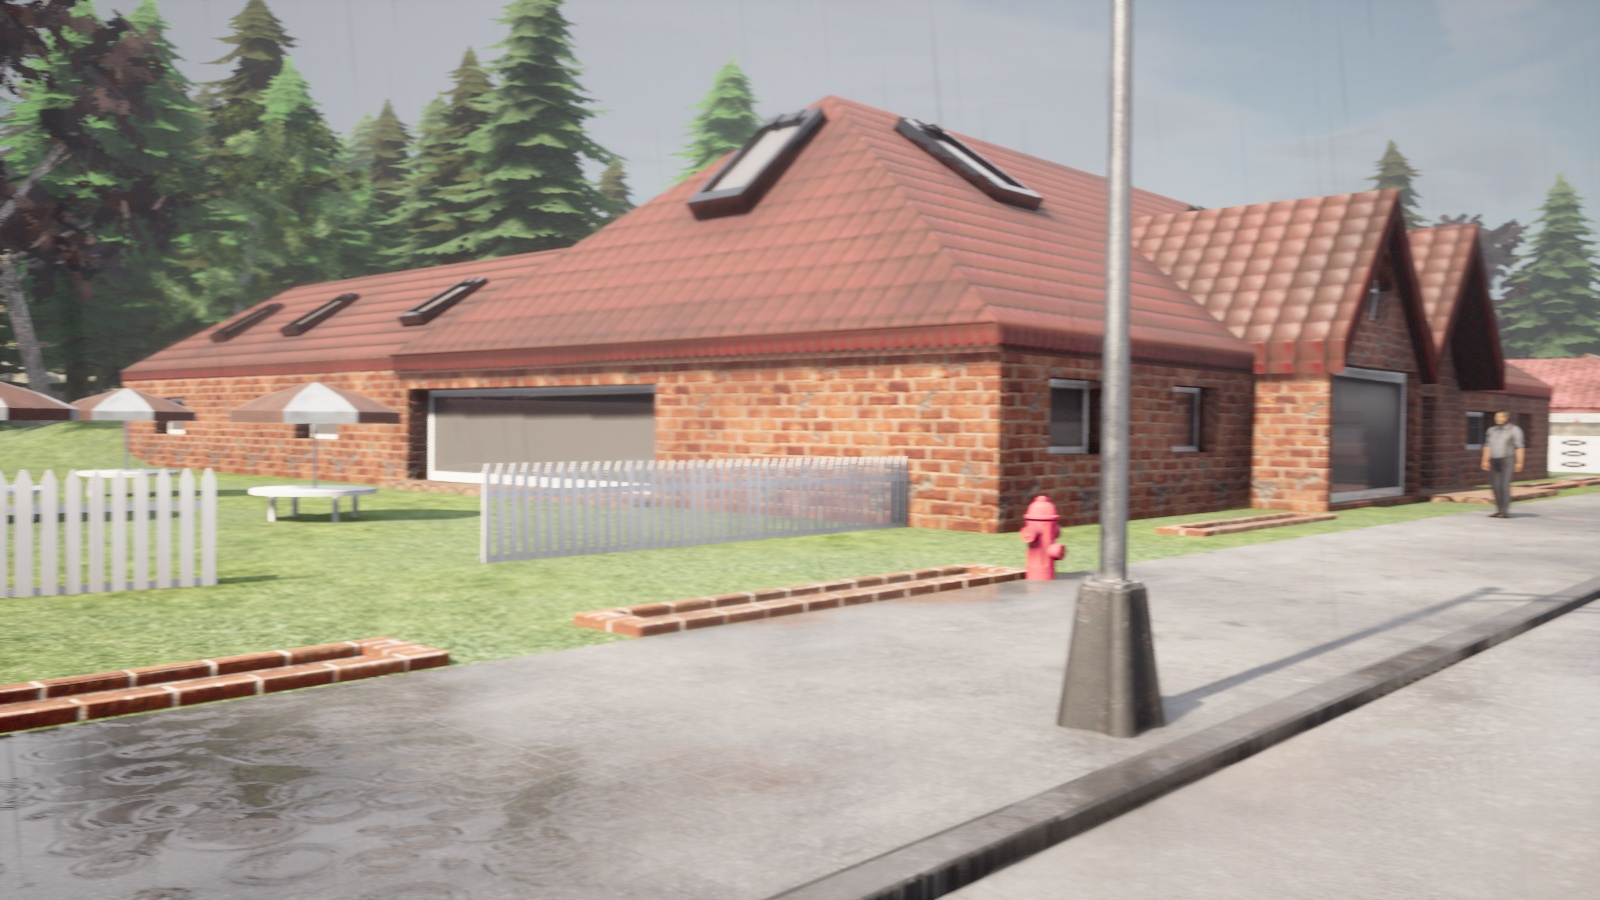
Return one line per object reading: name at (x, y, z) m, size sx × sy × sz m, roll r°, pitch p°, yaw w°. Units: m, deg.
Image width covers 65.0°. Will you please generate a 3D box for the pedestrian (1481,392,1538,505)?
pedestrian at (11.848, -0.040, 20.971) m, size 0.694 × 1.848 × 0.540 m, roll -1°, pitch 1°, yaw -26°
